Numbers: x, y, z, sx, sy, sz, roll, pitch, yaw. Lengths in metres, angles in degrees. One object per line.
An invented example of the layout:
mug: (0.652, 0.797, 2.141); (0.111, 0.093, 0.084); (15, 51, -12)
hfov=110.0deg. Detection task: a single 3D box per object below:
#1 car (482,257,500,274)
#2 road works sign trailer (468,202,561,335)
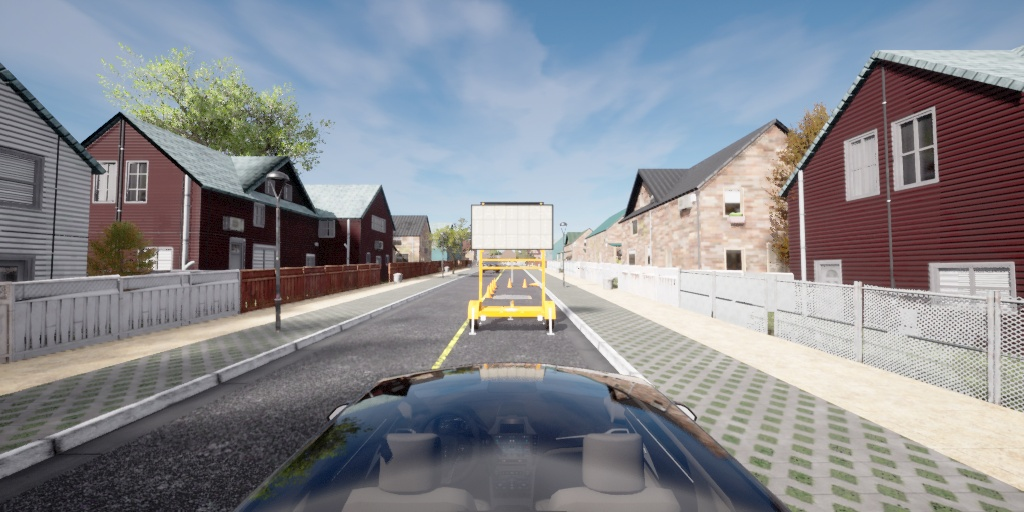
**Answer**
car: (-2.712, 1.146, 44.332); (2.150, 2.045, 5.566); (0, 0, 0)
road works sign trailer: (0.005, 0.227, 10.558); (2.380, 3.560, 2.880); (0, 0, 1)
